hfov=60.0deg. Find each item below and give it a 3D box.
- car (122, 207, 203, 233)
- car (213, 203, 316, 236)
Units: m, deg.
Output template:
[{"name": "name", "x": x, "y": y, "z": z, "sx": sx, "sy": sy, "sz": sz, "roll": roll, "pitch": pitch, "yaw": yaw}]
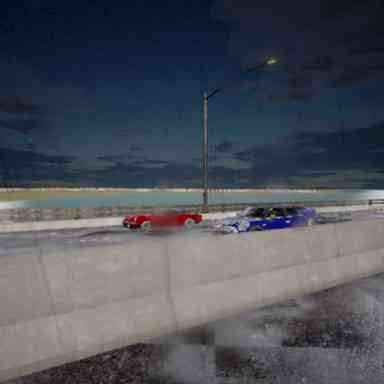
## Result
[{"name": "car", "x": -1.739, "y": 1.588, "z": 19.917, "sx": 4.718, "sy": 1.301, "sz": 1.895, "roll": 0, "pitch": 0, "yaw": -35}, {"name": "car", "x": 3.108, "y": 1.339, "z": 14.768, "sx": 4.553, "sy": 1.767, "sz": 2.097, "roll": 0, "pitch": 0, "yaw": -35}]
